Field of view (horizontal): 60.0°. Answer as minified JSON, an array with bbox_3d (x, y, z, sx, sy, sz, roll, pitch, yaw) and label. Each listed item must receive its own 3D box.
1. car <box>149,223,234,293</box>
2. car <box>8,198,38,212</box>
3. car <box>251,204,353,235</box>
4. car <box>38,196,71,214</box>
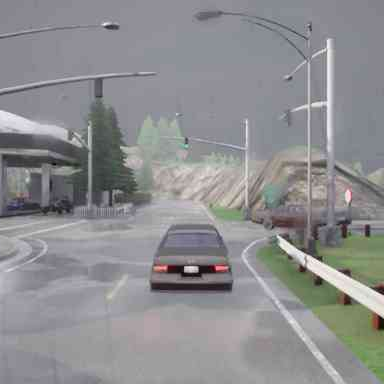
[{"bbox_3d":[0.013,1.557,8.994,2.033,1.411,5.357,0,0,1],"label":"car"},{"bbox_3d":[-20.267,1.523,40.252,2.242,1.667,4.611,0,0,-1],"label":"car"},{"bbox_3d":[5.732,1.387,18.009,2.033,1.411,5.357,-1,0,-39],"label":"car"},{"bbox_3d":[-14.556,1.352,35.979,1.905,1.878,3.866,0,0,-1],"label":"car"}]
